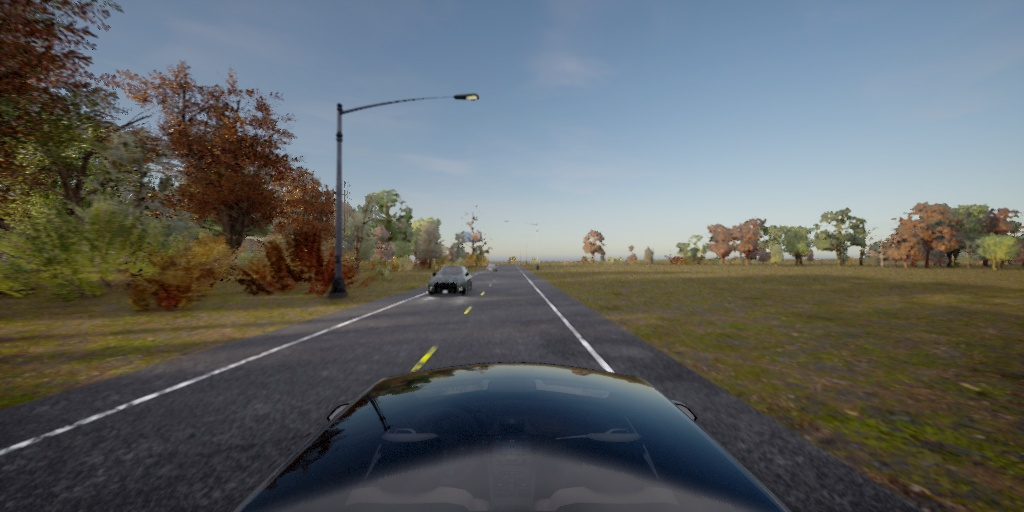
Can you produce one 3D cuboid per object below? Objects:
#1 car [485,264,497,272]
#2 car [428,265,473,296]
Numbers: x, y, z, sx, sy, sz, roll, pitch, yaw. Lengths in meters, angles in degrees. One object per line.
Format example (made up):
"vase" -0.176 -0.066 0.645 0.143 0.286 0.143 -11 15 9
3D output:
"car" -3.547 2.087 62.460 1.812 1.442 4.674 0 -1 1
"car" -3.607 1.368 21.639 2.097 1.767 4.553 0 -1 0
